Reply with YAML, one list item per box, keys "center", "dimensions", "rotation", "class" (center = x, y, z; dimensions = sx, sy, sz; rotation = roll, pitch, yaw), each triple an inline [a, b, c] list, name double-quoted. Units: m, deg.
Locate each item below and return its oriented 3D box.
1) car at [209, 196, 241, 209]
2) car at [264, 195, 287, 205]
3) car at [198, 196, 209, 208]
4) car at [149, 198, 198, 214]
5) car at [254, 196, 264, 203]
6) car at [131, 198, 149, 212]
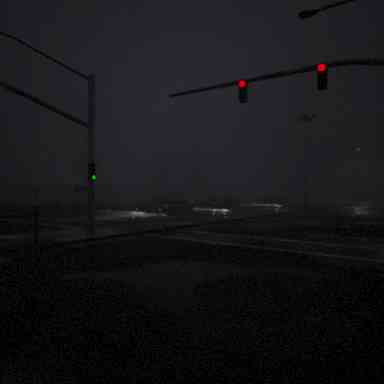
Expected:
- center: [4.559, 1.340, 42.599]
  dimensions: [1.837, 1.490, 4.892]
  rotation: [1, 0, 36]
  class: "car"
- center: [14.400, 1.343, 56.026]
  dimensions: [1.837, 1.490, 4.892]
  rotation: [1, 0, 37]
  class: "car"
- center: [2.307, 1.298, 45.441]
  dimensions: [2.128, 1.511, 4.902]
  rotation: [1, 0, 36]
  class: "car"
- center: [-1.809, 1.434, 33.867]
  dimensions: [1.895, 1.301, 4.718]
  rotation: [1, 0, 36]
  class: "car"
- center: [12.986, 1.410, 59.997]
  dimensions: [1.895, 1.301, 4.718]
  rotation: [1, 0, 37]
  class: "car"
- center: [-4.147, 1.352, 36.597]
  dimensions: [2.033, 1.411, 5.357]
  rotation: [1, 0, 36]
  class: "car"
